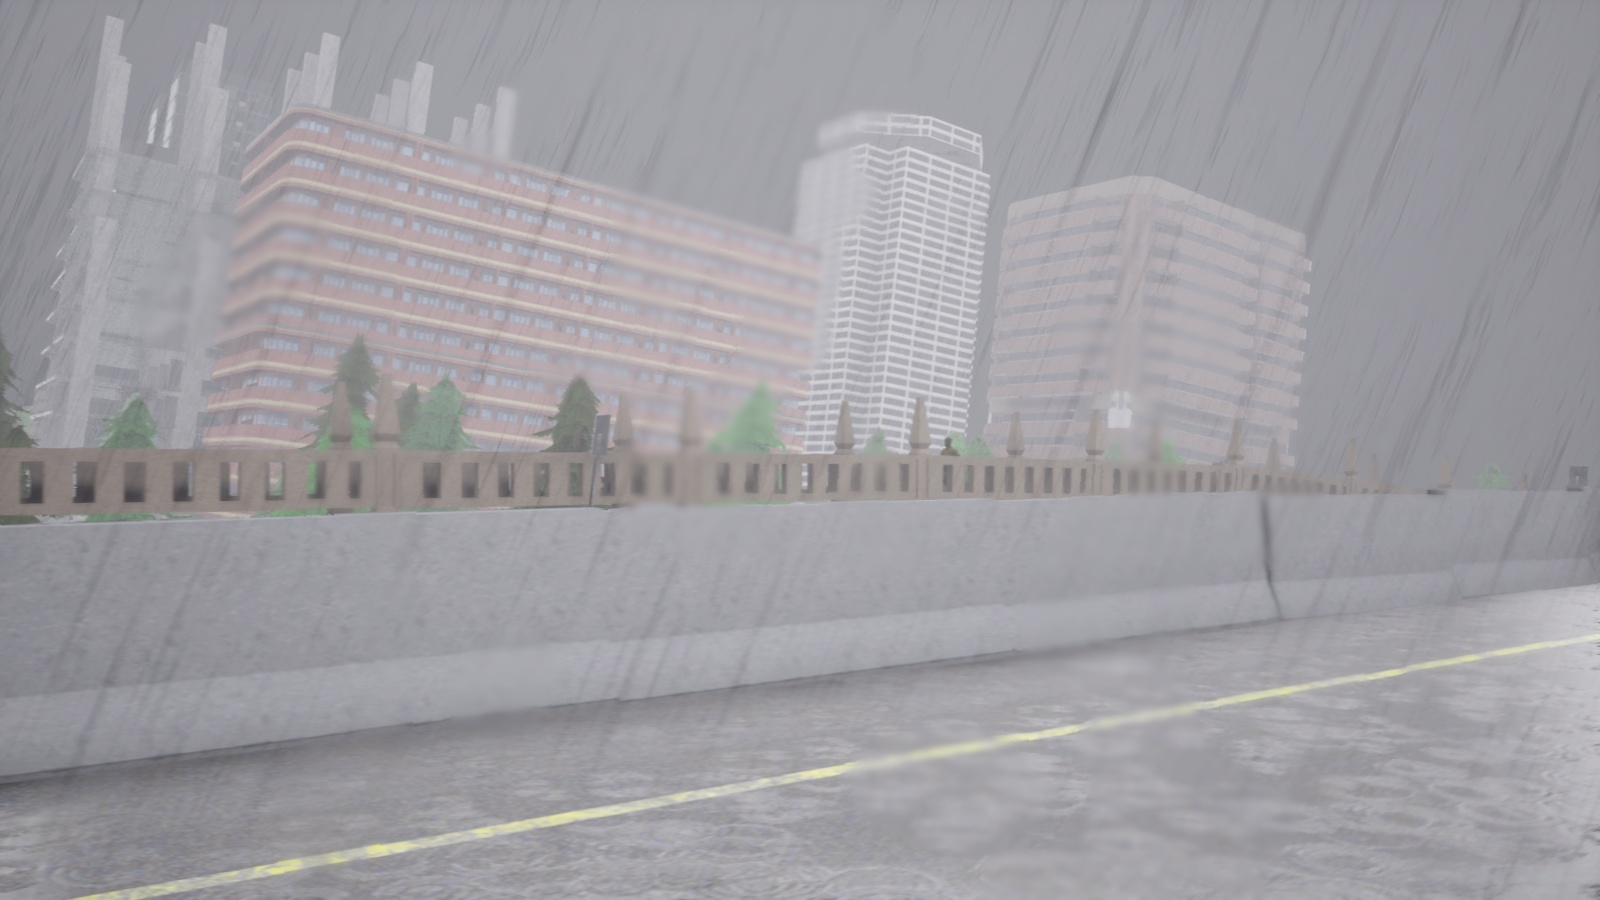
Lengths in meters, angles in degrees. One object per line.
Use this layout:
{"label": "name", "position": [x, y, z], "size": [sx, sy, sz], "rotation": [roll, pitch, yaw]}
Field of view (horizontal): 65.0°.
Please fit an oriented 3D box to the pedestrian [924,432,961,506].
{"label": "pedestrian", "position": [3.720, 0.505, 32.686], "size": [0.726, 1.835, 0.370], "rotation": [9, -5, -34]}
